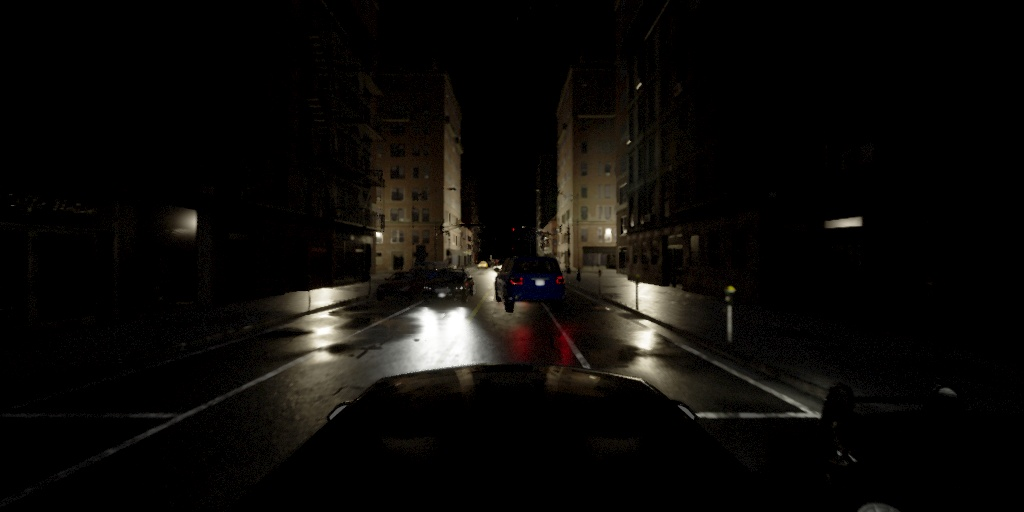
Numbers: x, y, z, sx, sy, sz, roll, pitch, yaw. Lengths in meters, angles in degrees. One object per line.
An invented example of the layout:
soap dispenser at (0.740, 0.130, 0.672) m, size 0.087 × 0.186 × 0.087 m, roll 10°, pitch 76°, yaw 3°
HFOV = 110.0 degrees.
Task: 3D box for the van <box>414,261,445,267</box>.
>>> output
van at (-5.396, 1.234, 23.526) m, size 1.690 × 1.789 × 3.998 m, roll 0°, pitch 0°, yaw 0°

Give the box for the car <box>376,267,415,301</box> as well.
car at (-5.396, 1.440, 18.120) m, size 1.802 × 1.307 × 4.207 m, roll 0°, pitch 0°, yaw 0°

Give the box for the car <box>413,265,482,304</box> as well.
car at (-2.851, 1.342, 17.077) m, size 2.128 × 1.511 × 4.902 m, roll 0°, pitch 0°, yaw 0°

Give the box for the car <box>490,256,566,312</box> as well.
car at (0.557, 1.055, 14.907) m, size 2.150 × 2.045 × 5.566 m, roll 0°, pitch -1°, yaw -9°

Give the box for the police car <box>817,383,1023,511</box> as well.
police car at (3.009, 1.167, 0.421) m, size 1.930 × 1.638 × 5.238 m, roll 0°, pitch 0°, yaw 0°
